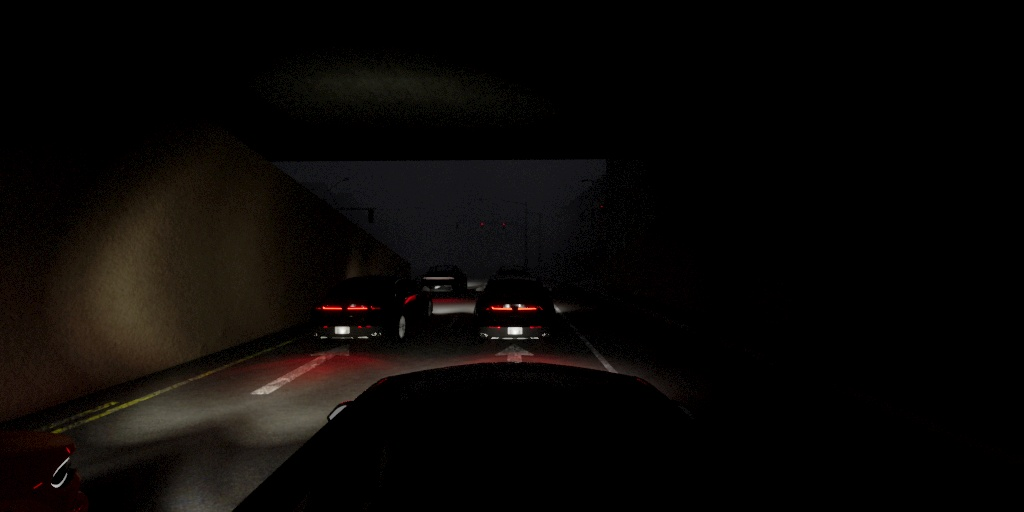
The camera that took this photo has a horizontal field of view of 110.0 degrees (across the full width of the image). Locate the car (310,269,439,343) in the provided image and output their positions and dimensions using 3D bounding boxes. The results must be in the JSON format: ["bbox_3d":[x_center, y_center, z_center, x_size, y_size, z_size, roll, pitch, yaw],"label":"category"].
[{"bbox_3d":[-3.448,1.255,9.677,1.837,1.490,4.892,0,0,0],"label":"car"}]

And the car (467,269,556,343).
[{"bbox_3d":[0.053,1.255,9.620,1.837,1.490,4.892,0,0,0],"label":"car"}]

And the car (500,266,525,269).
[{"bbox_3d":[0.012,1.255,19.030,1.837,1.490,4.892,0,0,0],"label":"car"}]

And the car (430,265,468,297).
[{"bbox_3d":[-3.484,1.241,18.994,2.128,1.511,4.902,0,0,-1],"label":"car"}]
